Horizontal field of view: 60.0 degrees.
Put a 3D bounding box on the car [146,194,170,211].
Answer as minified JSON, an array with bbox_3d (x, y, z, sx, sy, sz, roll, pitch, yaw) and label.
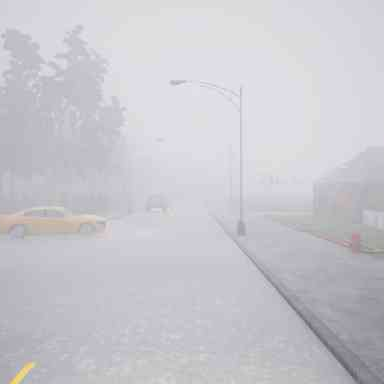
[{"bbox_3d":[-4.227,1.221,40.326,2.150,2.045,5.566,0,0,0],"label":"car"}]

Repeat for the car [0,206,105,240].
[{"bbox_3d":[-6.973,1.477,16.832,5.008,1.535,1.882,0,0,-14],"label":"car"}]
